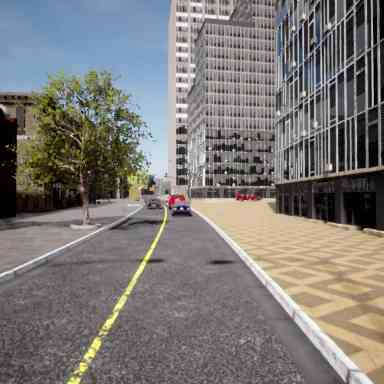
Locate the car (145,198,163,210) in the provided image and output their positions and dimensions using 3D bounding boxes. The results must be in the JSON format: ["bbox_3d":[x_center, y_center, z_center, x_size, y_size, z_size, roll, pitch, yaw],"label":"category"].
[{"bbox_3d":[-4.879,1.509,43.015,1.837,1.490,4.892,0,0,-5],"label":"car"}]

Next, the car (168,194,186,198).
[{"bbox_3d":[-1.946,1.230,43.187,2.150,2.045,5.566,0,0,-5],"label":"car"}]

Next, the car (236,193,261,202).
[{"bbox_3d":[11.588,1.213,68.747,5.009,1.841,2.192,0,-1,13],"label":"car"}]

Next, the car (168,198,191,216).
[{"bbox_3d":[-1.094,1.555,32.513,2.033,1.411,5.357,0,0,-4],"label":"car"}]
